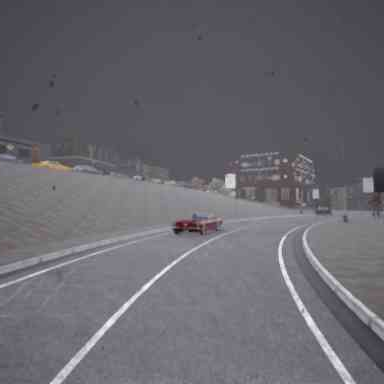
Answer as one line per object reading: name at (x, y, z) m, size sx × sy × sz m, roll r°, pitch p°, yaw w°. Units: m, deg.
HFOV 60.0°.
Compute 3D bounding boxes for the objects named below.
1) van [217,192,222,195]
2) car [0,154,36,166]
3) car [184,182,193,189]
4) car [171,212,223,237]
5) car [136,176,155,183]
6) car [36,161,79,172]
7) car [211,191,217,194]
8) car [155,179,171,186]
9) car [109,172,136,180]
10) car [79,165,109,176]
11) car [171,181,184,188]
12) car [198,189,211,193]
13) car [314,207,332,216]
van at (5.877, 0.797, 90.082) m, size 1.878 × 1.987 × 4.442 m, roll -1°, pitch -5°, yaw 19°
car at (-19.229, -3.121, 34.498) m, size 2.002 × 1.452 × 4.674 m, roll -2°, pitch -4°, yaw 31°
car at (-1.757, -1.005, 69.250) m, size 2.435 × 2.045 × 5.566 m, roll -1°, pitch -4°, yaw 23°
car at (0.419, 1.929, 20.611) m, size 1.895 × 1.301 × 4.718 m, roll -1°, pitch -2°, yaw 21°
car at (-8.595, -1.795, 54.070) m, size 2.002 × 1.452 × 4.674 m, roll -1°, pitch -4°, yaw 27°
car at (-16.427, -2.836, 39.278) m, size 2.097 × 1.535 × 5.008 m, roll -2°, pitch -4°, yaw 30°
car at (4.063, 0.574, 84.706) m, size 2.002 × 1.452 × 4.674 m, roll -1°, pitch -5°, yaw 19°
car at (-6.266, -1.504, 58.957) m, size 2.231 × 1.521 × 4.892 m, roll -1°, pitch -4°, yaw 25°
car at (-11.072, -2.137, 49.149) m, size 2.163 × 1.488 × 4.792 m, roll -1°, pitch -4°, yaw 28°
car at (-13.738, -2.634, 44.101) m, size 2.185 × 1.767 × 4.553 m, roll -1°, pitch -4°, yaw 29°
car at (-3.960, -1.266, 64.096) m, size 2.185 × 1.767 × 4.553 m, roll -1°, pitch -4°, yaw 24°
car at (2.216, 0.120, 79.500) m, size 2.002 × 1.452 × 4.674 m, roll -1°, pitch -5°, yaw 20°
car at (22.185, 3.233, 56.172) m, size 2.033 × 1.411 × 5.357 m, roll -2°, pitch -3°, yaw 35°
